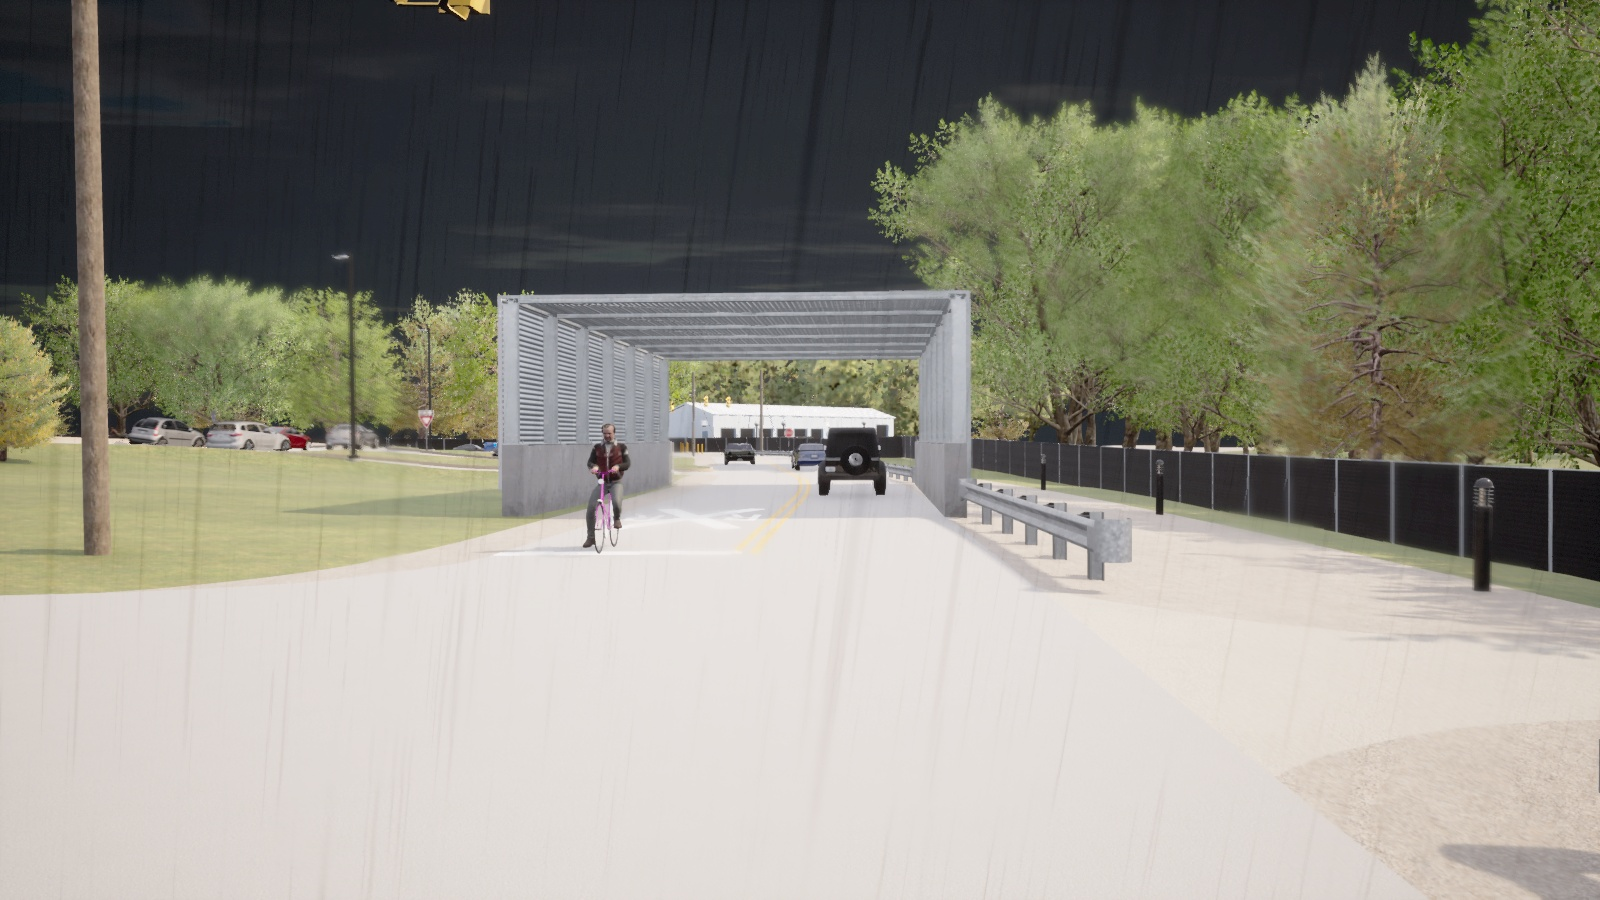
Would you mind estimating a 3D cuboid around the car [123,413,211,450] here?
[{"bbox_3d":[-33.145,-0.943,65.894,1.851,1.617,3.988,7,1,14],"label":"car"}]

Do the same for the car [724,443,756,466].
[{"bbox_3d":[-3.660,0.232,75.984,1.895,1.301,4.718,0,1,-3],"label":"car"}]

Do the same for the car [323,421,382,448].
[{"bbox_3d":[-28.112,-0.980,79.092,2.152,1.651,5.027,-1,1,-3],"label":"car"}]

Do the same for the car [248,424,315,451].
[{"bbox_3d":[-32.074,-0.752,77.825,1.882,1.535,5.008,2,0,3],"label":"car"}]

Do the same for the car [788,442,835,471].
[{"bbox_3d":[0.544,0.314,64.906,2.033,1.411,5.357,0,1,-3],"label":"car"}]

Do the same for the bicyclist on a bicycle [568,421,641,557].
[{"bbox_3d":[-2.667,0.512,17.283,0.659,1.776,1.843,0,0,2],"label":"bicyclist on a bicycle"}]

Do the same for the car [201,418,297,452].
[{"bbox_3d":[-28.611,-0.748,65.352,2.242,1.667,4.611,0,0,13],"label":"car"}]

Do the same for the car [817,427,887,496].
[{"bbox_3d":[1.491,0.297,36.031,1.905,1.878,3.866,0,0,2],"label":"car"}]
